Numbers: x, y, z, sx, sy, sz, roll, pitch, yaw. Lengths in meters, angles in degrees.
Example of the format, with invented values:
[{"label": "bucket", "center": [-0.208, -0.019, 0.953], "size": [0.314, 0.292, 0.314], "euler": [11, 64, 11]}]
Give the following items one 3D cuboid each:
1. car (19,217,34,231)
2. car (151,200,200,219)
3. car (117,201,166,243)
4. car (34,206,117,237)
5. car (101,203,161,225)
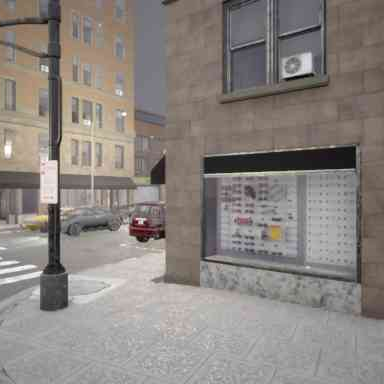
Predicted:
[{"label": "car", "center": [-7.771, 1.519, 20.076], "size": [1.752, 1.417, 4.829], "euler": [0, 0, 35]}, {"label": "car", "center": [-1.311, 1.496, 29.359], "size": [1.752, 1.417, 4.829], "euler": [0, 0, 35]}, {"label": "car", "center": [-0.691, 1.306, 15.322], "size": [2.192, 1.841, 5.009], "euler": [0, 0, 35]}, {"label": "car", "center": [-5.867, 1.557, 17.986], "size": [1.994, 1.385, 4.181], "euler": [0, 0, 35]}, {"label": "car", "center": [-4.444, 1.548, 24.857], "size": [1.947, 1.339, 4.313], "euler": [0, 0, 35]}]
